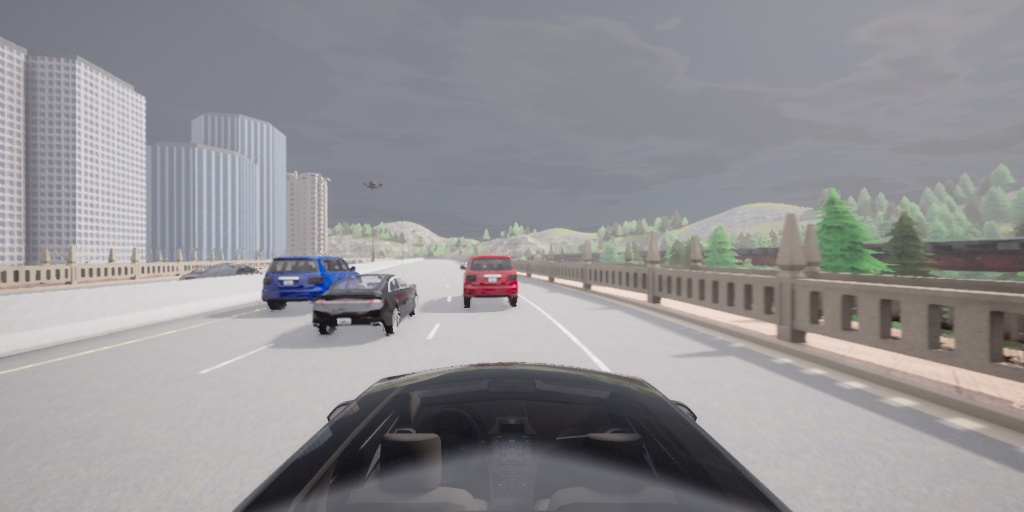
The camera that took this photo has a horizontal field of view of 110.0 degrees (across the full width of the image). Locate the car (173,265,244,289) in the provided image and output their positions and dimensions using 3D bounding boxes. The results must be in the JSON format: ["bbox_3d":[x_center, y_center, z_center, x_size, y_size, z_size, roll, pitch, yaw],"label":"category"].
[{"bbox_3d":[-20.690,1.404,24.728,1.994,1.385,4.181,0,0,-12],"label":"car"}]

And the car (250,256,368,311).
[{"bbox_3d":[-7.986,1.009,14.887,2.150,2.045,5.566,0,0,-8],"label":"car"}]

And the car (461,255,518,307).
[{"bbox_3d":[-1.086,0.985,15.915,2.150,2.045,5.566,0,0,-8],"label":"car"}]

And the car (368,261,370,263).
[{"bbox_3d":[-24.874,1.478,60.085,1.895,1.301,4.718,0,0,-12],"label":"car"}]

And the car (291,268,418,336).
[{"bbox_3d":[-3.998,1.262,10.502,2.128,1.511,4.902,0,0,-5],"label":"car"}]

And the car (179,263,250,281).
[{"bbox_3d":[-16.254,1.326,20.626,1.837,1.490,4.892,0,0,-11],"label":"car"}]
